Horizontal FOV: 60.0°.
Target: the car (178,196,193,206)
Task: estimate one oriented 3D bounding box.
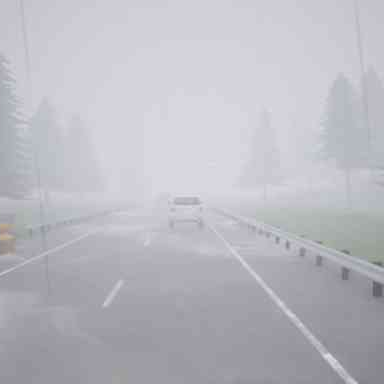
[{"bbox_3d":[-1.067,1.521,56.618,2.128,1.511,4.902,0,0,3],"label":"car"}]

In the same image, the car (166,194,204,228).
[{"bbox_3d":[-0.411,1.232,22.480,2.150,2.045,5.566,0,0,-2],"label":"car"}]

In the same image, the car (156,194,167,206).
[{"bbox_3d":[-4.597,1.272,55.849,2.150,2.045,5.566,0,0,3],"label":"car"}]

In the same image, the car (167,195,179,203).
[{"bbox_3d":[-3.893,1.495,69.251,1.882,1.535,5.008,0,0,5],"label":"car"}]
